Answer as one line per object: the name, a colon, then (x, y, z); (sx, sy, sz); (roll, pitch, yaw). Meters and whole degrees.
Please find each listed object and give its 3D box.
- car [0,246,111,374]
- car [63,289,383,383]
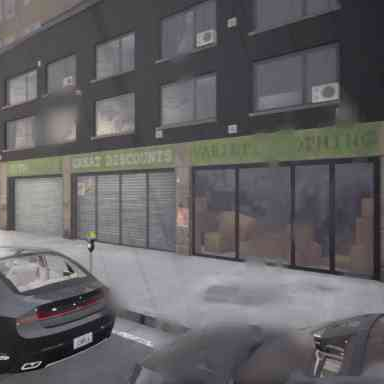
car: (-3.090, 1.551, 5.272); (4.403, 1.369, 2.008); (0, 0, 35)
car: (1.417, 1.551, 2.077); (4.403, 1.369, 2.008); (0, 0, 35)
